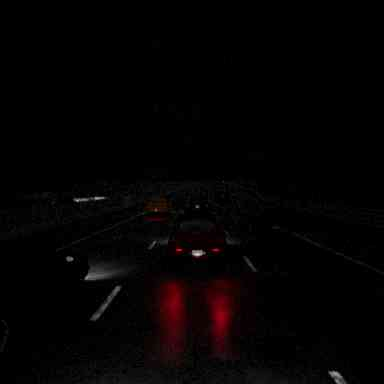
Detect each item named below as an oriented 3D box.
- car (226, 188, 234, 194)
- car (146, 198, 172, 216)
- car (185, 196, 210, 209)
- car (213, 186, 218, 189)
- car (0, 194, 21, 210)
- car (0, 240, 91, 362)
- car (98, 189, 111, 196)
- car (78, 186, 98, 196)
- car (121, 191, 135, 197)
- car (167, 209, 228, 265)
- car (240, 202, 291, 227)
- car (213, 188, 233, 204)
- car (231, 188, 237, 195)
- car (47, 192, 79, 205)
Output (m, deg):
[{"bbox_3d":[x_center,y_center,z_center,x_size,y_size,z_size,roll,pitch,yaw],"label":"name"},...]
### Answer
[{"bbox_3d":[10.176,-0.411,89.088,1.812,1.442,4.674,0,2,3],"label":"car"},{"bbox_3d":[-2.968,1.324,30.619,1.882,1.535,5.008,0,1,1],"label":"car"},{"bbox_3d":[0.491,1.222,28.960,2.097,1.767,4.553,0,1,1],"label":"car"},{"bbox_3d":[6.068,0.029,78.109,1.882,1.535,5.008,0,2,3],"label":"car"},{"bbox_3d":[-13.857,1.162,22.533,2.150,2.045,5.566,0,0,1],"label":"car"},{"bbox_3d":[-3.373,1.543,5.589,2.033,1.411,5.357,0,0,0],"label":"car"},{"bbox_3d":[-18.839,0.111,71.377,1.994,1.385,4.181,0,2,3],"label":"car"},{"bbox_3d":[-21.851,-0.246,68.893,2.150,2.045,5.566,0,2,0],"label":"car"},{"bbox_3d":[-12.260,0.533,63.736,1.882,1.535,5.008,0,2,3],"label":"car"},{"bbox_3d":[0.176,1.516,11.512,1.812,1.442,4.674,0,0,1],"label":"car"},{"bbox_3d":[3.629,1.295,16.748,1.837,1.490,4.892,0,0,1],"label":"car"},{"bbox_3d":[4.626,0.757,50.384,2.097,1.767,4.553,0,2,2],"label":"car"},{"bbox_3d":[9.494,-0.043,79.057,1.837,1.490,4.892,0,2,5],"label":"car"},{"bbox_3d":[-16.775,1.117,42.658,2.128,1.511,4.902,0,1,2],"label":"car"}]
